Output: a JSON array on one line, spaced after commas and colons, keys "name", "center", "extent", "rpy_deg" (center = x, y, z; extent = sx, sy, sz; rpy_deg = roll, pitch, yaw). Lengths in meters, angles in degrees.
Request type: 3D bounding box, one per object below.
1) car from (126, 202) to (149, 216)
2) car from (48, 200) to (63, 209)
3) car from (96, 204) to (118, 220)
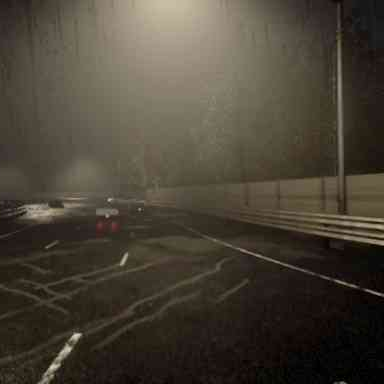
[{"name": "car", "center": [-6.011, 1.781, 36.266], "extent": [1.994, 1.385, 4.181], "rpy_deg": [0, 0, -19]}, {"name": "car", "center": [-22.828, 2.005, 55.758], "extent": [1.812, 1.442, 4.674], "rpy_deg": [0, -1, -31]}, {"name": "car", "center": [-7.999, 1.818, 31.095], "extent": [1.895, 1.301, 4.718], "rpy_deg": [-1, 0, -16]}]
